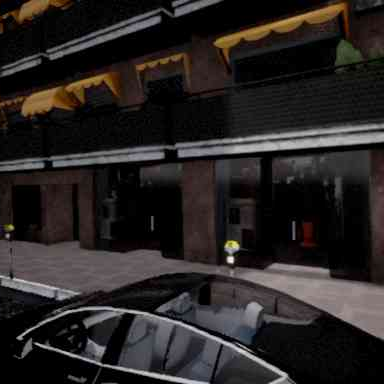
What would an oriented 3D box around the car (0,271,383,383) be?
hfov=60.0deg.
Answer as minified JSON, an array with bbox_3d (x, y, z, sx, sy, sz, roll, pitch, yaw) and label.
[{"bbox_3d":[-0.401,1.501,3.188,4.313,1.339,1.947,-1,1,32],"label":"car"}]
